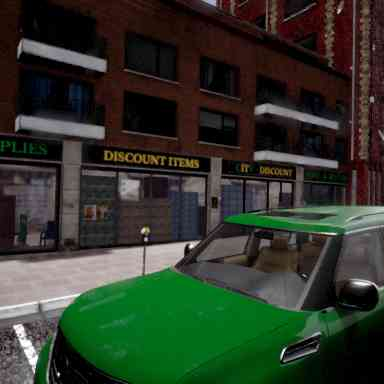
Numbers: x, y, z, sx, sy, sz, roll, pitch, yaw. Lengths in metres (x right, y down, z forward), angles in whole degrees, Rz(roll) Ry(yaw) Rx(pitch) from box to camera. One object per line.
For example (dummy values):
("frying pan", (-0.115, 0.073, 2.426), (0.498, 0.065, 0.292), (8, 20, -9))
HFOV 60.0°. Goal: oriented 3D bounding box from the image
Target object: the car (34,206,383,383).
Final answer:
("car", (1.270, 1.224, 3.849), (5.566, 2.045, 2.150), (0, 0, -35))
